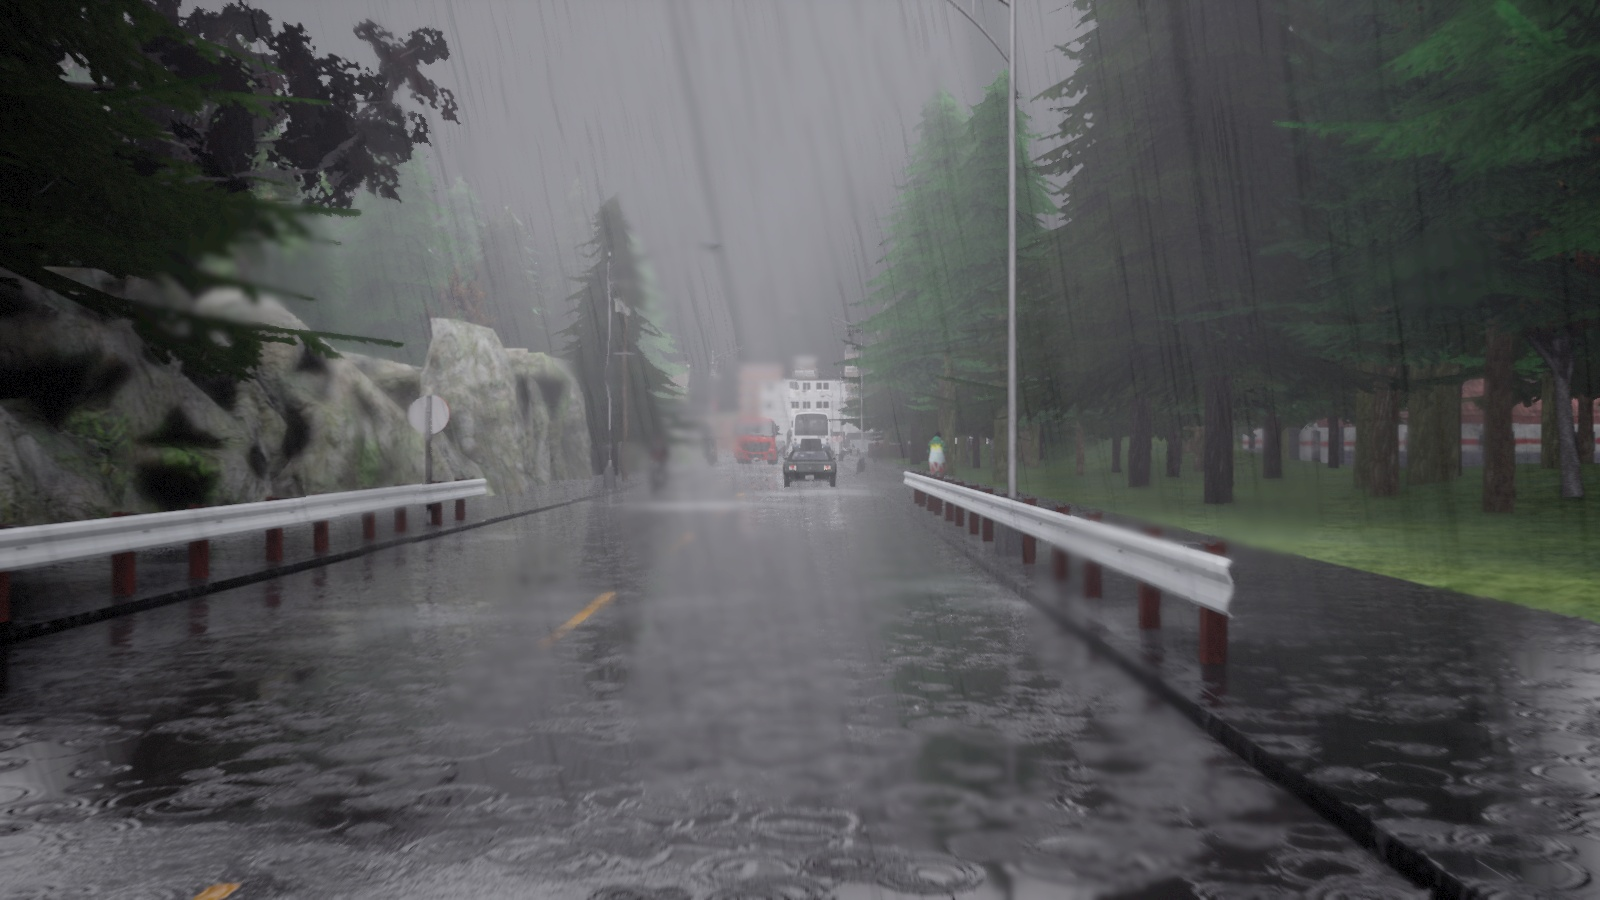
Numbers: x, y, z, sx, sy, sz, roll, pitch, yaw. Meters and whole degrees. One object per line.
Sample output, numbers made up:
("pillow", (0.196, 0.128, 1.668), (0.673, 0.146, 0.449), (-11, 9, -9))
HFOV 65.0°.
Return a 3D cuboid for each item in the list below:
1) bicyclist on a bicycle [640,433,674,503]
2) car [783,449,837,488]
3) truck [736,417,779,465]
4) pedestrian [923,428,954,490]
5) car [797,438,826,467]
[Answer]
("bicyclist on a bicycle", (-3.759, 0.464, 33.103), (0.659, 1.776, 1.843), (0, 0, 1))
("car", (0.368, 0.640, 45.830), (1.895, 1.301, 4.718), (0, 0, 1))
("truck", (-3.147, -0.666, 94.584), (2.891, 3.462, 7.936), (0, 0, 1))
("pedestrian", (4.398, 0.279, 39.856), (0.659, 1.952, 0.873), (0, 0, 30))
("car", (0.759, 0.157, 85.133), (1.905, 1.878, 3.866), (0, 0, 1))
